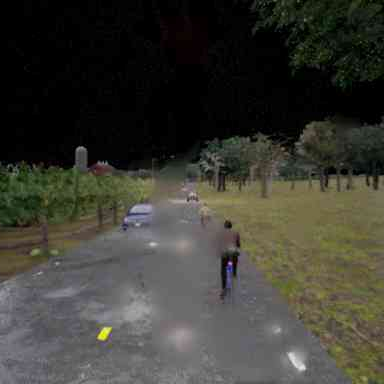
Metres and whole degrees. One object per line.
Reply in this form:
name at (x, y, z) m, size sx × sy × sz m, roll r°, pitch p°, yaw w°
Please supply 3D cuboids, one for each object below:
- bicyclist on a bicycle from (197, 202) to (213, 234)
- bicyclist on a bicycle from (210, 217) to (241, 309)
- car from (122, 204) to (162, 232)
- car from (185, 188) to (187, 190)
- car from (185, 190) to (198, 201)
bicyclist on a bicycle at (0.724, 1.359, 17.732) m, size 0.866 × 1.612 × 1.509 m, roll 0°, pitch 0°, yaw 0°
bicyclist on a bicycle at (0.755, 1.423, 6.866) m, size 0.582 × 1.620 × 1.656 m, roll 0°, pitch 0°, yaw 0°
car at (-2.851, 1.435, 19.804) m, size 1.812 × 1.442 × 4.674 m, roll 0°, pitch 0°, yaw 0°
car at (-0.003, 0.309, 73.711) m, size 2.097 × 1.767 × 4.553 m, roll 0°, pitch 1°, yaw 0°
car at (0.097, 0.835, 57.783) m, size 1.812 × 1.442 × 4.674 m, roll 0°, pitch 1°, yaw 0°
